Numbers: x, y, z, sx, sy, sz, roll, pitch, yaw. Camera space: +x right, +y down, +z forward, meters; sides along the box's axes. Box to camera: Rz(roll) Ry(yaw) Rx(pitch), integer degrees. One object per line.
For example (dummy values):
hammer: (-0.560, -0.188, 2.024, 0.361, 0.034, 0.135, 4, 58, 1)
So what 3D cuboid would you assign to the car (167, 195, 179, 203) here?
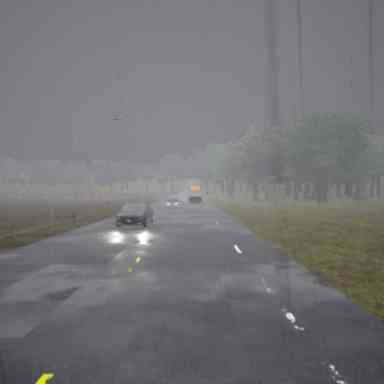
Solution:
car: (-3.540, 1.247, 61.771, 1.812, 1.442, 4.674, 0, 0, 1)

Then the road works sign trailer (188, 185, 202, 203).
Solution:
road works sign trailer: (0.523, 0.665, 57.036, 2.380, 3.560, 2.880, 0, 45, 4)

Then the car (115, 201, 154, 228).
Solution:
car: (-3.602, 1.389, 21.560, 1.882, 1.535, 5.008, 0, 0, 0)
